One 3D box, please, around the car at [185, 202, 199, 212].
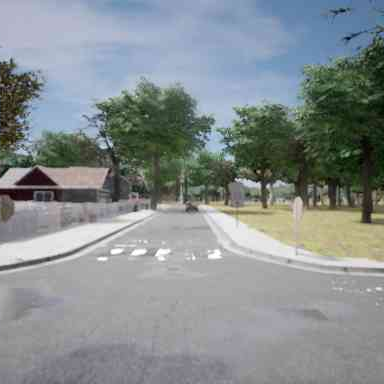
[{"bbox_3d":[-0.008,2.308,51.276,1.812,1.442,4.674,0,-1,0],"label":"car"}]
